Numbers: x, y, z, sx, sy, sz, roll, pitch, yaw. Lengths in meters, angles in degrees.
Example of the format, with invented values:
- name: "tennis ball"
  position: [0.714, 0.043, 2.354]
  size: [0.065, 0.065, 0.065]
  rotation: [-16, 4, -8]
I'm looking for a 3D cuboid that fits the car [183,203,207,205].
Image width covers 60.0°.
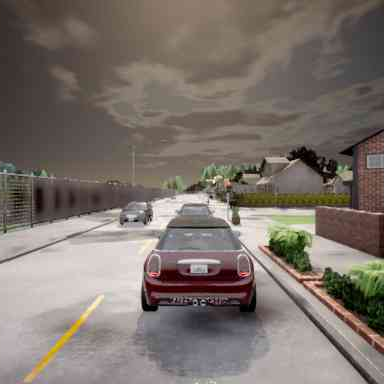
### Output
- name: "car"
  position: [0.163, 1.352, 17.590]
  size: [2.097, 1.767, 4.553]
  rotation: [0, 0, 0]

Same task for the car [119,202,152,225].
- name: "car"
  position: [-3.915, 1.498, 23.958]
  size: [2.128, 1.511, 4.902]
  rotation: [0, 0, 0]

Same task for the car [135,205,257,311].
- name: "car"
  position: [0.125, 1.352, 7.893]
  size: [2.097, 1.767, 4.553]
  rotation: [0, 0, 0]
